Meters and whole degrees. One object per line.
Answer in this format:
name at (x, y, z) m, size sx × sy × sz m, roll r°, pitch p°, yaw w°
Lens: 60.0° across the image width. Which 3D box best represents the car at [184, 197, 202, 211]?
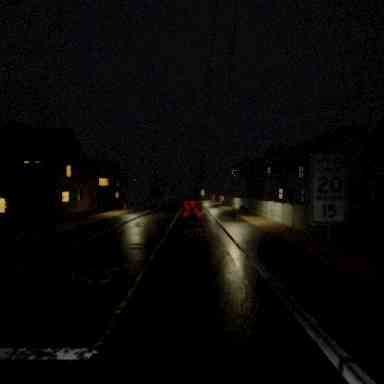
car at (0.088, 1.372, 40.586) m, size 2.097 × 1.767 × 4.553 m, roll 0°, pitch 0°, yaw 0°
